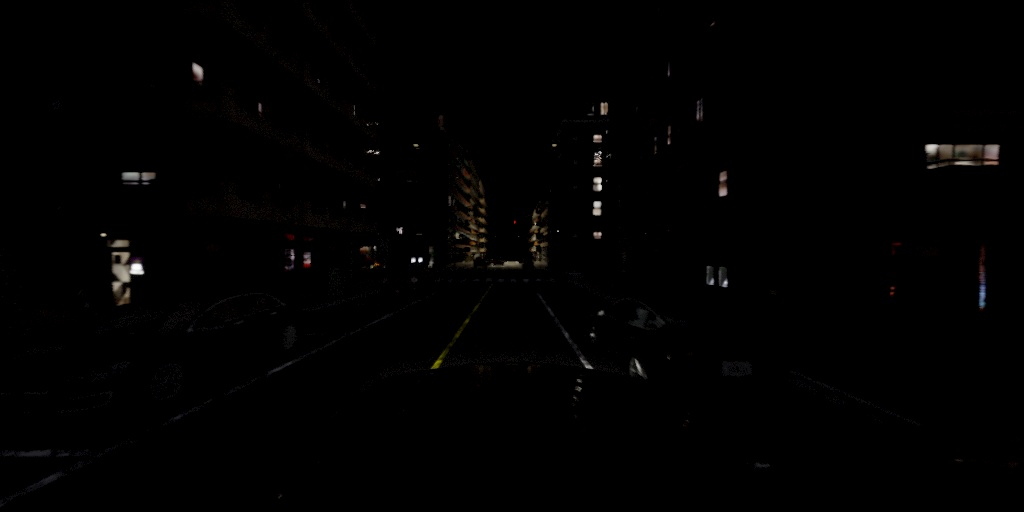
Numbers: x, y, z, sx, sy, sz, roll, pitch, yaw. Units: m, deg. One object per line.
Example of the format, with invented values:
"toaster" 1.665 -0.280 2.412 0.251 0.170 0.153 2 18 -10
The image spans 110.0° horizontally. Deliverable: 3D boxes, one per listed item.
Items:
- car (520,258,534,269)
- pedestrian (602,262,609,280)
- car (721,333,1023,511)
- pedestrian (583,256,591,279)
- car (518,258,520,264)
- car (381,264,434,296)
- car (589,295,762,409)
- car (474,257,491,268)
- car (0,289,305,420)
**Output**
"car" 2.566 1.284 55.490 1.802 1.307 4.207 0 0 0
"pedestrian" 7.011 0.874 27.569 0.375 1.860 0.375 -1 1 0
"car" 2.565 1.296 0.489 1.888 1.381 4.507 0 0 0
"pedestrian" 6.011 0.876 28.770 0.375 1.860 0.375 -1 1 0
"car" 2.566 1.246 61.029 2.007 1.370 4.403 0 0 0
"car" -5.445 1.175 19.111 1.967 1.591 4.097 0 0 0
"car" 2.565 1.312 6.153 1.948 1.339 4.313 0 0 0
"car" -5.314 1.011 61.089 2.192 1.841 5.009 0 0 0
"car" -5.316 1.297 6.036 2.007 1.370 4.403 0 0 0
